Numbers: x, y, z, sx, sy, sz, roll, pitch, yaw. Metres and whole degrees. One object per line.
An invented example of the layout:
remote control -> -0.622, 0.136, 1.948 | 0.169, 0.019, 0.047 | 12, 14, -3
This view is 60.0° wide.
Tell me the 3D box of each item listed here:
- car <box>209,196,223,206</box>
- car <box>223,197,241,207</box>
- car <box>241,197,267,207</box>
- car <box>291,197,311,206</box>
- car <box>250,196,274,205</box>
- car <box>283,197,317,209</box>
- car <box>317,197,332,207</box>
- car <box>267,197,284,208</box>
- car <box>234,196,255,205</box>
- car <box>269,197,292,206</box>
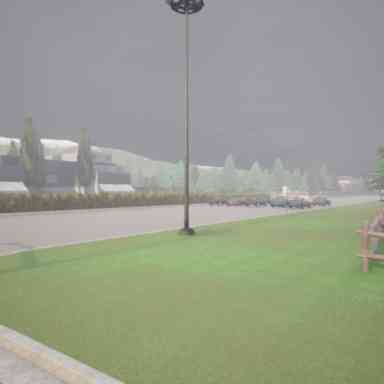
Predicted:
car -> 4.655, 1.495, 54.614 | 1.837, 1.490, 4.892 | 0, 0, 37
car -> 7.152, 1.555, 52.103 | 1.994, 1.385, 4.181 | 0, 0, 37
car -> 9.736, 1.497, 49.720 | 1.837, 1.490, 4.892 | 0, 0, 37
car -> 18.232, 1.595, 55.453 | 1.895, 1.301, 4.718 | 0, 0, 36
car -> 12.576, 1.539, 59.577 | 2.033, 1.411, 5.357 | 0, 0, 36
car -> 14.413, 1.487, 44.281 | 2.128, 1.511, 4.902 | 0, 0, 37
car -> 20.540, 1.543, 52.684 | 2.033, 1.411, 5.357 | 0, 0, 36
car -> 13.070, 1.558, 48.334 | 1.994, 1.385, 4.181 | 0, 0, 37
car -> 9.757, 1.554, 61.651 | 1.994, 1.385, 4.181 | 0, 0, 36
car -> 15.395, 1.540, 57.503 | 2.033, 1.411, 5.357 | 0, 0, 36
